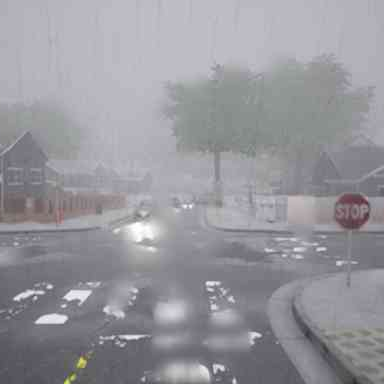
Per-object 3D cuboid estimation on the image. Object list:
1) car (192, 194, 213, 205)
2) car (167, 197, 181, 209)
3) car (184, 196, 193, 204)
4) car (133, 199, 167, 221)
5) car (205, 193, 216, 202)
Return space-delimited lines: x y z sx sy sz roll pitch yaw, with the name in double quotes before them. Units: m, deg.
"car" 1.843 1.499 56.952 1.994 1.385 4.181 0 0 10
"car" -2.636 1.435 44.026 1.837 1.490 4.892 0 0 6
"car" -0.239 1.409 61.097 2.128 1.511 4.902 0 0 10
"car" -3.539 1.436 27.072 2.128 1.511 4.902 0 0 1
"car" 3.700 1.133 66.720 2.150 2.045 5.566 1 0 13
